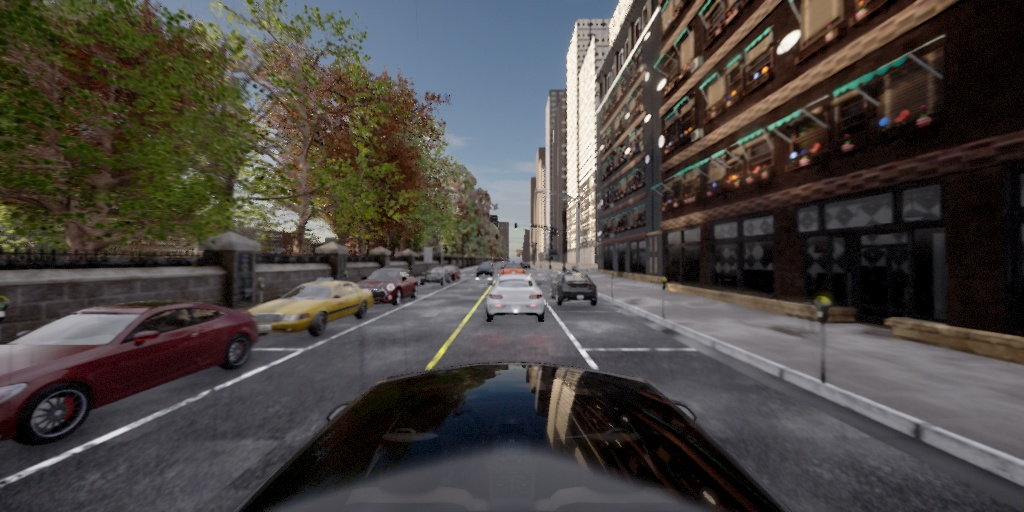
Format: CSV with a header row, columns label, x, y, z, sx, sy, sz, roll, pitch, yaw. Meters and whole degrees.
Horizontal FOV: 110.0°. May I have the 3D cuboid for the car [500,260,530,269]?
label,x,y,z,sx,sy,sz,roll,pitch,yaw
car,0.118,1.293,29.172,2.097,1.767,4.553,0,0,0

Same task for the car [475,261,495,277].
label,x,y,z,sx,sy,sz,roll,pitch,yaw
car,-2.975,1.572,40.486,2.033,1.411,5.357,0,0,0

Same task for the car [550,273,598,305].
label,x,y,z,sx,sy,sz,roll,pitch,yaw
car,2.698,1.402,16.344,2.007,1.370,4.403,0,0,0

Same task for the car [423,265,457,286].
label,x,y,z,sx,sy,sz,roll,pitch,yaw
car,-5.752,1.479,27.423,2.007,1.370,4.403,0,0,0

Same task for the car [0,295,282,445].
label,x,y,z,sx,sy,sz,roll,pitch,yaw
car,-5.689,1.356,5.270,1.802,1.307,4.207,0,0,0

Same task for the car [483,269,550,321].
label,x,y,z,sx,sy,sz,roll,pitch,yaw
car,0.110,1.351,12.647,1.812,1.442,4.674,0,0,0

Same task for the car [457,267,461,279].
label,x,y,z,sx,sy,sz,roll,pitch,yaw
car,-5.800,1.514,32.963,1.888,1.381,4.507,0,0,0

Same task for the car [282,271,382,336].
label,x,y,z,sx,sy,sz,roll,pitch,yaw
car,-5.686,1.338,10.638,1.751,1.417,4.829,0,0,0

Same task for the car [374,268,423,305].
label,x,y,z,sx,sy,sz,roll,pitch,yaw
car,-5.682,1.291,16.348,1.967,1.591,4.097,0,0,0
